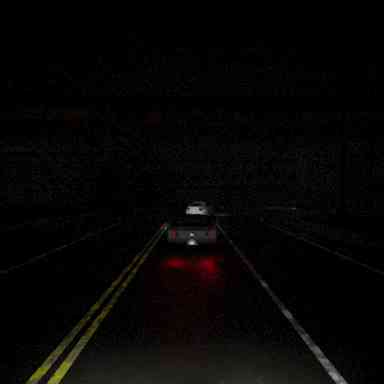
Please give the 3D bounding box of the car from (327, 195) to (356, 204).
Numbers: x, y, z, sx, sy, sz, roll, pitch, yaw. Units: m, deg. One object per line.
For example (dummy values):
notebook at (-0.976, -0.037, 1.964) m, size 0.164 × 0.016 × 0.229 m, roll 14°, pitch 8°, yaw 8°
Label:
car at (29.373, 1.452, 64.187) m, size 2.038 × 1.542 × 4.974 m, roll 0°, pitch 0°, yaw -29°

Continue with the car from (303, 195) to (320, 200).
car at (29.806, 1.295, 83.013) m, size 4.536 × 1.218 × 1.853 m, roll 0°, pitch 0°, yaw -39°

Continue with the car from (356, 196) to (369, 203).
car at (32.410, 1.452, 62.019) m, size 2.038 × 1.542 × 4.974 m, roll 0°, pitch 0°, yaw 31°

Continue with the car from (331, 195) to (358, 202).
car at (29.348, 1.294, 64.233) m, size 1.853 × 1.218 × 4.536 m, roll 0°, pitch 0°, yaw -29°

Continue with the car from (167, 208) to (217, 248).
car at (0.000, 1.616, 14.680) m, size 1.895 × 1.301 × 4.718 m, roll 0°, pitch 0°, yaw 0°

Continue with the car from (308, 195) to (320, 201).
car at (32.836, 1.694, 89.612) m, size 1.970 × 1.475 × 3.806 m, roll 0°, pitch 0°, yaw 1°

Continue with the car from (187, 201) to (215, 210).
car at (0.748, 1.533, 29.120) m, size 1.812 × 1.442 × 4.674 m, roll 0°, pitch 0°, yaw 15°

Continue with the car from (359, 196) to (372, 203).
car at (32.437, 1.294, 62.064) m, size 1.853 × 1.218 × 4.536 m, roll 0°, pitch 0°, yaw 31°

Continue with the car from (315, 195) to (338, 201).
car at (33.855, 1.452, 83.785) m, size 2.038 × 1.542 × 4.974 m, roll 0°, pitch 0°, yaw -34°

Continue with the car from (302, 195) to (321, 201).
car at (29.846, 1.452, 83.046) m, size 4.974 × 1.542 × 2.038 m, roll 0°, pitch 0°, yaw -39°

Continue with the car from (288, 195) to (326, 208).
car at (16.431, 1.512, 48.566) m, size 5.008 × 1.535 × 1.882 m, roll 0°, pitch 0°, yaw -17°
